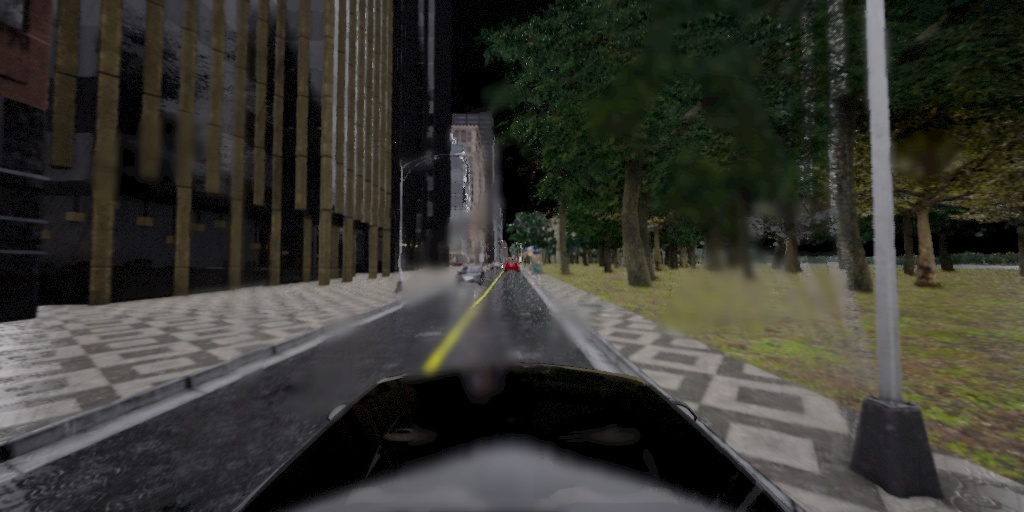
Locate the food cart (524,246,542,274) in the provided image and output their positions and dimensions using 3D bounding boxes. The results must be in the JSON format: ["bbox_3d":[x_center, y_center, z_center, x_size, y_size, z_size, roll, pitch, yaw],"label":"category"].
[{"bbox_3d":[3.117,0.631,46.224,2.280,3.560,4.660,0,0,0],"label":"food cart"}]

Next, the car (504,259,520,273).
[{"bbox_3d":[-0.016,1.470,55.415,2.150,2.045,5.566,0,-1,0],"label":"car"}]

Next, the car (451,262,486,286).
[{"bbox_3d":[-3.108,1.480,27.773,2.128,1.511,4.902,0,-1,0],"label":"car"}]
